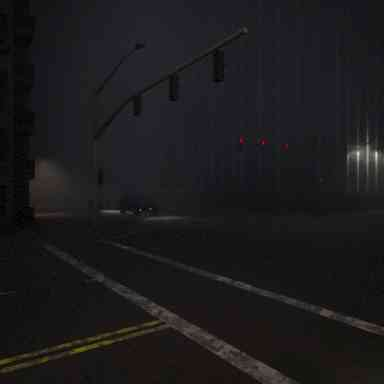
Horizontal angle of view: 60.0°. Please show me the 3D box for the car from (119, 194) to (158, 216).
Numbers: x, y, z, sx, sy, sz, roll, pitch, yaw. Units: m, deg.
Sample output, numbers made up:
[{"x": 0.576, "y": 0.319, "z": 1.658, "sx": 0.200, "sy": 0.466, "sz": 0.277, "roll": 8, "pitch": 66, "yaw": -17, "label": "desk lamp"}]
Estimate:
[{"x": -5.502, "y": 1.221, "z": 33.570, "sx": 2.150, "sy": 2.045, "sz": 5.566, "roll": 0, "pitch": 0, "yaw": -35, "label": "car"}]

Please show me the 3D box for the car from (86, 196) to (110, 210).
[{"x": -12.186, "y": 1.487, "z": 43.147, "sx": 2.128, "sy": 1.511, "sz": 4.902, "roll": 0, "pitch": 1, "yaw": -35, "label": "car"}]

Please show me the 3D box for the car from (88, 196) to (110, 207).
[{"x": -15.039, "y": 1.478, "z": 53.628, "sx": 1.882, "sy": 1.535, "sz": 5.008, "roll": 0, "pitch": 0, "yaw": -35, "label": "car"}]
